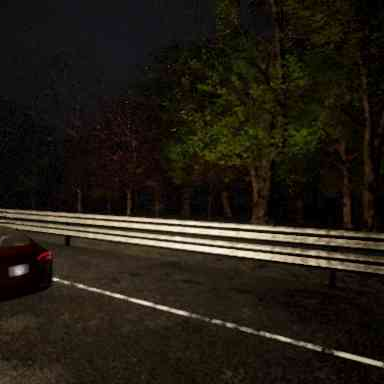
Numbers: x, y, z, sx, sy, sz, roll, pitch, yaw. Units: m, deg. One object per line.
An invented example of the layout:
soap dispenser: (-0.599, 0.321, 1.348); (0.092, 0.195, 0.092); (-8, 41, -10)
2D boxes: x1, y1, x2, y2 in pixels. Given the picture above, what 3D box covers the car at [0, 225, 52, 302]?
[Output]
car: (-5.129, 1.489, 7.513); (4.792, 1.488, 2.163); (0, 0, 35)
